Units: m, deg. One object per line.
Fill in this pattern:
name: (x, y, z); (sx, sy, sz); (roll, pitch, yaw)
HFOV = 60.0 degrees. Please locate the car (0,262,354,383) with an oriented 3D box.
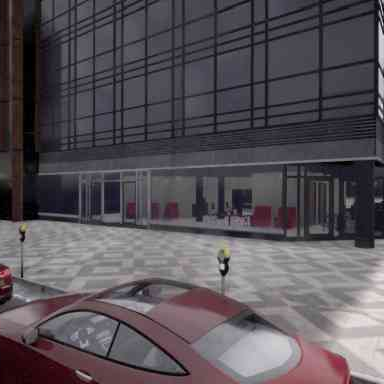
car: (-0.593, 1.582, 3.377); (4.206, 1.307, 1.802); (0, 0, 35)
